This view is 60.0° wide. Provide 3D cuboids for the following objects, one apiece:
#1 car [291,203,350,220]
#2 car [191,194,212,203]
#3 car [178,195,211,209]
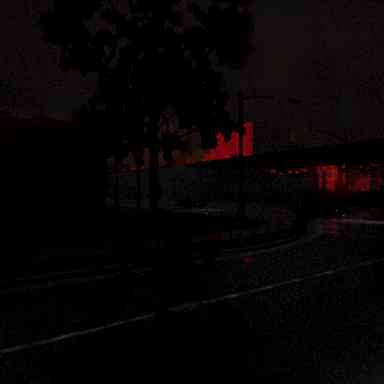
[{"bbox_3d":[10.948,1.599,28.562,1.895,1.301,4.718,0,0,-34],"label":"car"},{"bbox_3d":[1.903,1.350,67.392,2.097,1.767,4.553,0,0,-34],"label":"car"},{"bbox_3d":[-0.002,1.476,44.930,1.882,1.535,5.008,0,0,-33],"label":"car"}]
